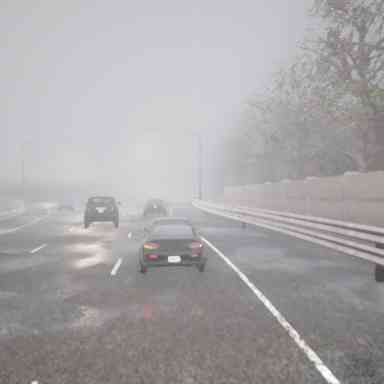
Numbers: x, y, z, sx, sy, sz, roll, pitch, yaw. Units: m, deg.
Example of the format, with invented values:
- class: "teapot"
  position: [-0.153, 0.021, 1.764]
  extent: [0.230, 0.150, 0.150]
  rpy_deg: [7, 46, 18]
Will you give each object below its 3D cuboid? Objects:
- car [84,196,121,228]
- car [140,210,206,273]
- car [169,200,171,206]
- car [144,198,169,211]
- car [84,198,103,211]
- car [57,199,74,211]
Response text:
- class: "car"
  position: [-6.153, 1.262, 23.019]
  extent: [2.150, 2.045, 5.566]
  rpy_deg: [0, 0, -12]
- class: "car"
  position: [-0.681, 1.536, 10.716]
  extent: [1.812, 1.442, 4.674]
  rpy_deg: [0, 0, -6]
- class: "car"
  position: [-4.409, 1.656, 53.658]
  extent: [1.895, 1.301, 4.718]
  rpy_deg: [0, 0, 1]
- class: "car"
  position: [-3.565, 1.389, 32.169]
  extent: [2.097, 1.767, 4.553]
  rpy_deg: [0, 0, -6]
- class: "car"
  position: [-12.986, 1.556, 43.671]
  extent: [1.882, 1.535, 5.008]
  rpy_deg: [0, 0, -24]
- class: "car"
  position: [-16.043, 1.639, 42.088]
  extent: [2.033, 1.411, 5.357]
  rpy_deg: [0, 0, -24]
